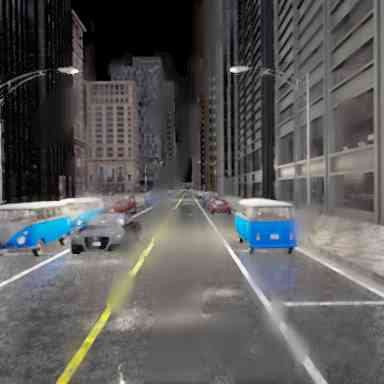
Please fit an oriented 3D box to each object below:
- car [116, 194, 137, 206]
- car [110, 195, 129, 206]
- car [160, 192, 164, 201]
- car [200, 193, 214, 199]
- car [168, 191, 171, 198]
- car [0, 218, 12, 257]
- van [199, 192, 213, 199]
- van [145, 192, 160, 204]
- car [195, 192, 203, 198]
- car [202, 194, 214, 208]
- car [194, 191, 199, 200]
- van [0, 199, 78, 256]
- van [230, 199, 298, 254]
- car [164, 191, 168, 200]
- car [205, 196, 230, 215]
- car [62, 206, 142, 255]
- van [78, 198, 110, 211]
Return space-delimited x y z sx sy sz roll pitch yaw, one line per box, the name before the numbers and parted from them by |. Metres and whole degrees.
car | -6.094 1.109 29.338 2.192 1.841 5.009 -1 1 -1
car | -6.026 1.287 23.698 1.967 1.590 4.097 -1 1 -1
car | -6.423 1.075 57.541 1.887 1.381 4.507 -1 1 -1
car | 2.301 1.153 40.723 1.947 1.339 4.313 -1 1 -1
car | -6.690 0.756 80.100 1.967 1.590 4.097 -1 1 -1
car | -5.824 1.531 6.608 1.752 1.417 4.829 -1 1 -1
van | 2.231 0.876 46.361 1.690 1.788 3.998 -1 1 -1
van | -6.360 0.924 51.899 1.690 1.788 3.998 -1 1 -1
car | 1.770 0.725 85.843 1.947 1.339 4.313 -1 1 -1
car | 2.368 1.222 35.083 1.802 1.307 4.206 -1 1 -1
car | 1.969 0.867 68.923 1.887 1.381 4.507 -1 1 -1
van | -5.895 1.292 12.417 1.690 1.788 3.998 -1 1 -1
van | 2.629 1.191 12.521 1.690 1.788 3.998 -1 1 -1
car | -6.555 0.990 68.821 1.947 1.339 4.313 -1 1 -1
car | 2.434 1.275 29.443 1.802 1.307 4.206 -1 1 -1
car | -3.129 1.479 12.815 1.994 1.385 4.181 -1 1 -1
van | -5.961 1.240 18.057 1.690 1.788 3.998 -1 1 -1
